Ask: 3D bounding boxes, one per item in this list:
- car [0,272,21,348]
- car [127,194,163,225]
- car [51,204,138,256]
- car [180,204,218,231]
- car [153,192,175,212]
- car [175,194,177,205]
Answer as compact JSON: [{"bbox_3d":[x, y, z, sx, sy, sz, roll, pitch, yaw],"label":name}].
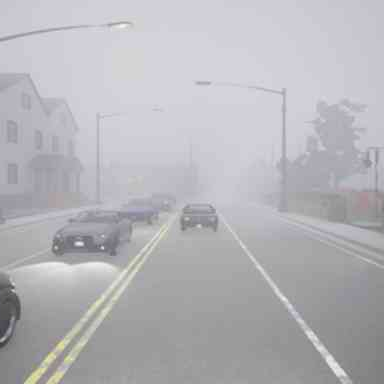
[{"bbox_3d":[-3.569,1.497,3.272,1.994,1.385,4.181,0,1,1],"label":"car"},{"bbox_3d":[-3.248,1.127,21.123,1.882,1.535,5.008,0,1,1],"label":"car"},{"bbox_3d":[-3.423,1.357,12.099,1.994,1.385,4.181,0,1,0],"label":"car"},{"bbox_3d":[0.398,1.307,18.309,1.895,1.301,4.718,0,1,1],"label":"car"},{"bbox_3d":[-3.047,0.844,31.033,2.097,1.767,4.553,0,1,1],"label":"car"},{"bbox_3d":[-2.822,0.742,40.214,1.882,1.535,5.008,0,1,1],"label":"car"}]
